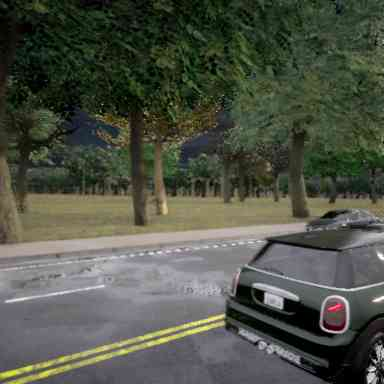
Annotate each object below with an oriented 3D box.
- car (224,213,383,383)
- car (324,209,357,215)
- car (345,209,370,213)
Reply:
[{"bbox_3d":[2.752,1.397,5.388,4.553,1.767,2.097,1,0,-35],"label":"car"},{"bbox_3d":[7.858,1.643,17.221,4.892,1.490,1.837,1,0,-35],"label":"car"},{"bbox_3d":[8.871,1.622,13.955,4.902,1.511,2.128,1,0,-35],"label":"car"}]
